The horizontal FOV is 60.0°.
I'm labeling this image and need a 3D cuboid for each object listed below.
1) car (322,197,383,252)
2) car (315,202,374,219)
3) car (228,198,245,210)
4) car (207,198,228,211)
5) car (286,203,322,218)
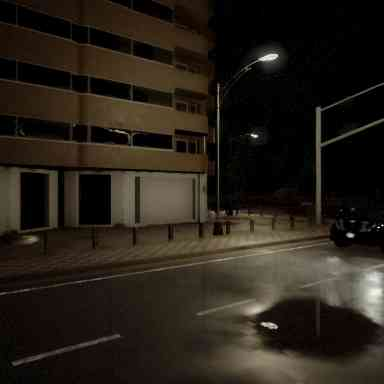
[{"bbox_3d":[8.103,1.221,13.621,5.566,2.045,2.150,0,0,-33],"label":"car"},{"bbox_3d":[14.102,1.656,31.037,1.895,1.301,4.718,0,0,-36],"label":"car"},{"bbox_3d":[4.853,1.581,43.870,1.812,1.442,4.674,0,0,-36],"label":"car"},{"bbox_3d":[1.953,1.560,41.884,1.837,1.490,4.892,0,0,-36],"label":"car"},{"bbox_3d":[10.846,1.656,29.566,1.895,1.301,4.718,0,0,-36],"label":"car"}]
